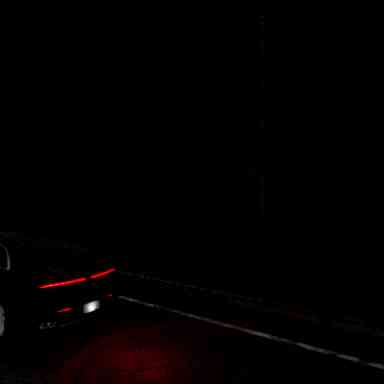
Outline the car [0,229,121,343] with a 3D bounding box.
[{"bbox_3d":[-3.503,1.500,6.492,4.892,1.490,1.837,0,0,35],"label":"car"}]
